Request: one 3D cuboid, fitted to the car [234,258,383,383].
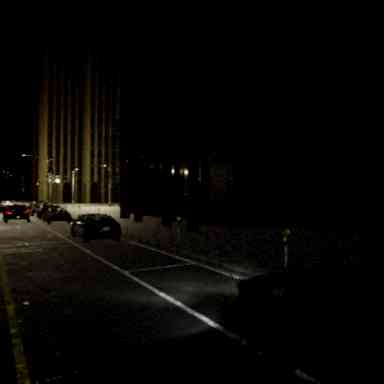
[{"bbox_3d":[2.532,1.543,3.962,1.882,1.535,5.008,1,-1,-31],"label":"car"}]

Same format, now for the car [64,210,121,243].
[{"bbox_3d":[-5.033,1.747,17.134,1.947,1.339,4.313,0,-1,-31],"label":"car"}]

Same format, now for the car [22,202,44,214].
[{"bbox_3d":[-19.716,1.926,41.215,2.008,1.369,4.403,1,-1,-31],"label":"car"}]

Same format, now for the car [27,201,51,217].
[{"bbox_3d":[-16.779,1.777,36.400,1.967,1.590,4.097,1,-1,-31],"label":"car"}]

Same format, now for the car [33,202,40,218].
[{"bbox_3d":[-13.842,1.850,31.582,2.008,1.369,4.403,1,-1,-31],"label":"car"}]

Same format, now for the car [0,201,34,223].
[{"bbox_3d":[-14.810,1.779,28.018,1.812,1.442,4.674,1,-1,-31],"label":"car"}]

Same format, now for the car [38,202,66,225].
[{"bbox_3d":[-10.994,1.787,26.912,1.752,1.417,4.829,1,-1,-31],"label":"car"}]
